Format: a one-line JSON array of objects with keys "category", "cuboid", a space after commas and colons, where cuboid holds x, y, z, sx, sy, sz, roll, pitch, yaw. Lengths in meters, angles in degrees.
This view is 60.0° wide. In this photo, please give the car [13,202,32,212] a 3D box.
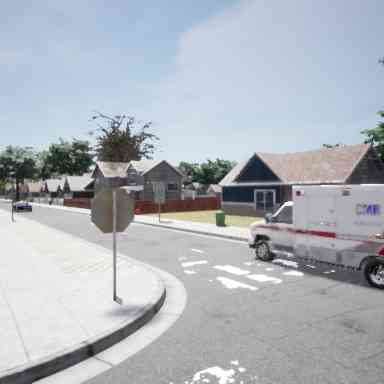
[{"category": "car", "cuboid": [-22.410, 1.944, 43.962, 1.895, 1.301, 4.718, 0, 0, -34]}]

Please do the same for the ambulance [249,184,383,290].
[{"category": "ambulance", "cuboid": [4.408, 1.046, 9.367, 2.351, 2.431, 6.366, 0, 0, -34]}]
